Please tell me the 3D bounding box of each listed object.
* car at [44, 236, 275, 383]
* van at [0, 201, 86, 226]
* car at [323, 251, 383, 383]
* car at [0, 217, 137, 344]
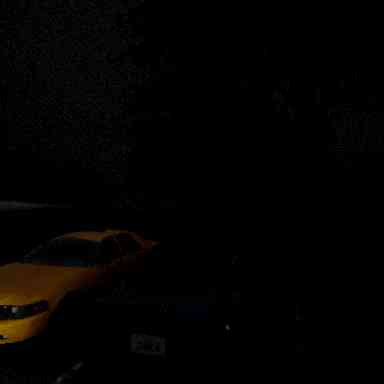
[{"bbox_3d":[0.216,1.520,5.385,2.163,1.488,4.792,0,-1,16],"label":"car"},{"bbox_3d":[-4.654,1.272,8.710,1.878,1.987,4.442,0,-1,16],"label":"van"},{"bbox_3d":[2.628,1.515,3.595,2.163,1.488,4.792,0,-1,16],"label":"car"},{"bbox_3d":[-2.257,1.489,6.908,1.946,1.575,5.366,0,-1,16],"label":"car"}]
